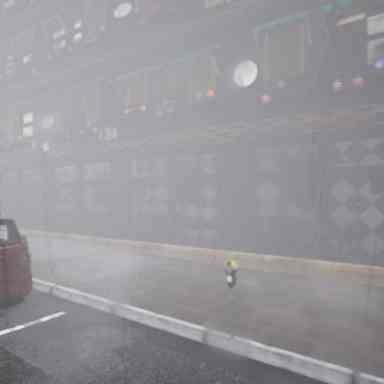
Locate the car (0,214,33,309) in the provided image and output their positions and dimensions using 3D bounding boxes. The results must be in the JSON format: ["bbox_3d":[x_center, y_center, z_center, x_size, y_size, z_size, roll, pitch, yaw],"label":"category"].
[{"bbox_3d":[-5.133,1.283,6.512,5.009,1.841,2.192,0,-1,36],"label":"car"}]
